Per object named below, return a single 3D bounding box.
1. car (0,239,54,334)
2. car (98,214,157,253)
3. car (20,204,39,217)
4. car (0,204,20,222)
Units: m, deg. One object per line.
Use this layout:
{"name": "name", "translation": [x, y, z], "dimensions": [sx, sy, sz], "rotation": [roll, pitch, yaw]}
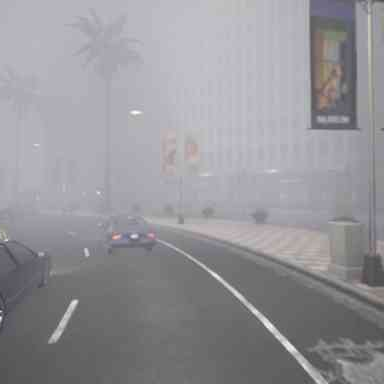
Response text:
{"name": "car", "translation": [-4.175, 1.625, 6.391], "dimensions": [2.033, 1.411, 5.357], "rotation": [0, 0, -11]}
{"name": "car", "translation": [-2.926, 1.668, 14.363], "dimensions": [2.033, 1.411, 5.357], "rotation": [0, 0, -20]}
{"name": "car", "translation": [-17.964, 1.926, 34.773], "dimensions": [5.357, 1.411, 2.033], "rotation": [-1, 0, 41]}
{"name": "car", "translation": [-17.121, 1.860, 29.238], "dimensions": [4.674, 1.442, 1.812], "rotation": [-1, -1, 44]}
